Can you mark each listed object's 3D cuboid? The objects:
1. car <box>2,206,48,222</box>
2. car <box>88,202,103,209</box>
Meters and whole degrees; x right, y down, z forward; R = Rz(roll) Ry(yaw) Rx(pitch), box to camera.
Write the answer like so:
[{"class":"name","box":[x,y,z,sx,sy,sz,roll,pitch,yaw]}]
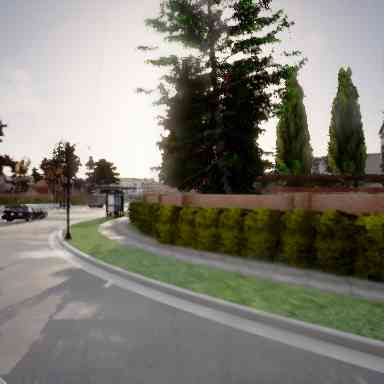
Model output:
[{"class":"car","box":[-14.953,1.939,30.106,2.033,1.411,5.357,0,-1,-1]},{"class":"car","box":[-19.003,2.642,65.625,1.895,1.301,4.718,0,-1,-1]}]
